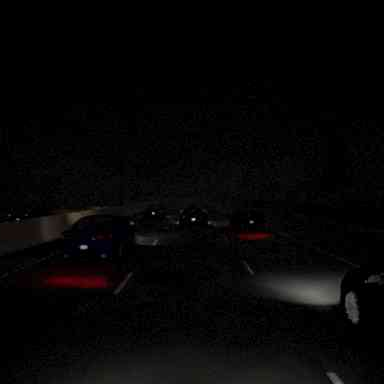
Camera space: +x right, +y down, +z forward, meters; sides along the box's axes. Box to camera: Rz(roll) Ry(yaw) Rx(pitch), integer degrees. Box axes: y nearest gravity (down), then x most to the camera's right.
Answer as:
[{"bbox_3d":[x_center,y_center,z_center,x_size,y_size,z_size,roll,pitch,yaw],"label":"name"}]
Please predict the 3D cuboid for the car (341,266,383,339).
[{"bbox_3d":[3.600,1.545,4.110,1.837,1.490,4.892,0,-1,0],"label":"car"}]

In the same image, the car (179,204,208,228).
[{"bbox_3d":[0.101,1.792,23.958,1.994,1.385,4.181,0,0,0],"label":"car"}]

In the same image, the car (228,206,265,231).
[{"bbox_3d":[3.602,1.693,22.591,1.882,1.535,5.008,0,-1,0],"label":"car"}]

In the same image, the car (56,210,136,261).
[{"bbox_3d":[-3.399,1.601,12.916,1.882,1.535,5.008,0,-1,0],"label":"car"}]

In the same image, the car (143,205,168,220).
[{"bbox_3d":[-3.398,1.860,31.207,1.994,1.385,4.181,0,-1,0],"label":"car"}]

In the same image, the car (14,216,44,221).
[{"bbox_3d":[-14.098,1.827,29.503,2.033,1.411,5.357,0,-1,0],"label":"car"}]
